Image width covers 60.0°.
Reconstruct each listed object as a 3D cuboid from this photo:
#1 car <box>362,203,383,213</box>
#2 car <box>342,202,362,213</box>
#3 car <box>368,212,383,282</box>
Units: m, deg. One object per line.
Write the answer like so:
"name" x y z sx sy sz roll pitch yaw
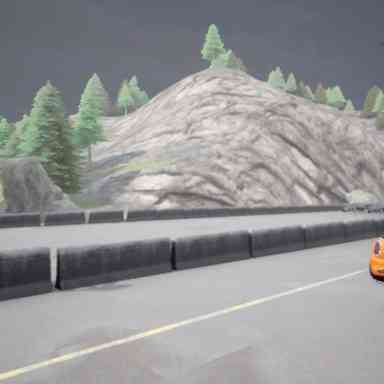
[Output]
"car" 26.392 2.279 46.720 4.892 1.490 1.837 0 -1 -38
"car" 24.143 2.339 49.403 4.892 1.490 1.837 0 -1 -38
"car" 6.853 1.495 9.156 4.553 1.767 2.097 0 -1 -37
